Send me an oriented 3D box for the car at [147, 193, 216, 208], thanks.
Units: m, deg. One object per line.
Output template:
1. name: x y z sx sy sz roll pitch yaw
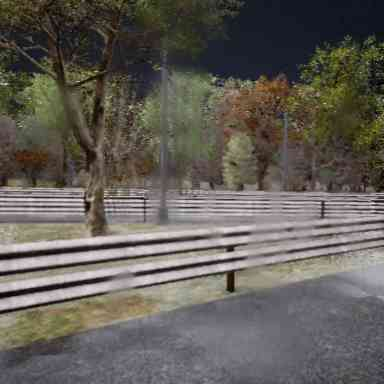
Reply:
1. car: -0.696 0.948 24.151 4.718 1.301 1.895 1 2 -9

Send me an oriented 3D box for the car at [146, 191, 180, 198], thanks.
1. car: -1.245 0.746 27.601 4.674 1.442 1.812 1 2 -9
